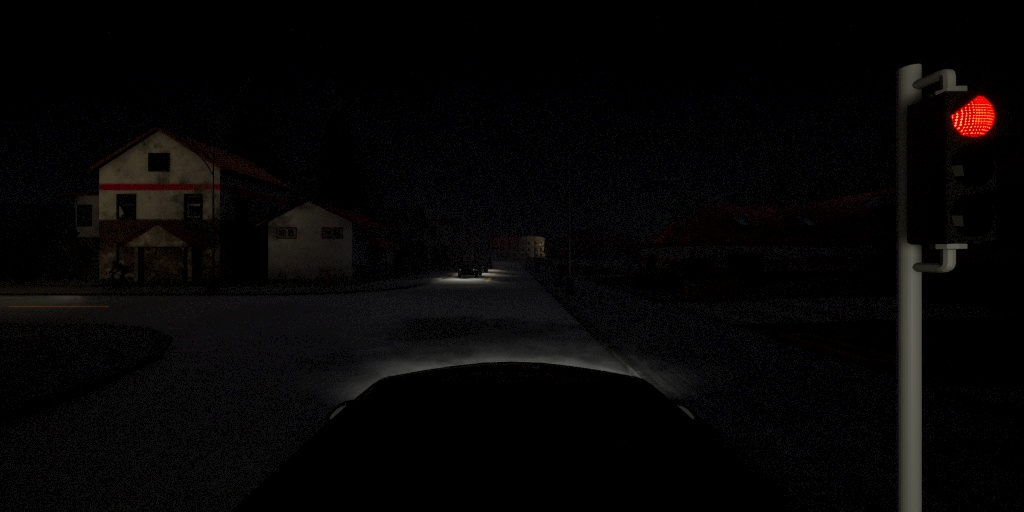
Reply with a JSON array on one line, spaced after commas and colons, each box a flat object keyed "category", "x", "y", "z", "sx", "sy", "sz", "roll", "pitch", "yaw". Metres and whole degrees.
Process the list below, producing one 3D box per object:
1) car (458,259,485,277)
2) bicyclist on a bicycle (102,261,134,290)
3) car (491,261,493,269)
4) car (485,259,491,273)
[{"category": "car", "x": -4.085, "y": 1.228, "z": 35.278, "sx": 1.882, "sy": 1.535, "sz": 5.008, "roll": 0, "pitch": 0, "yaw": 2}, {"category": "bicyclist on a bicycle", "x": -22.523, "y": 1.099, "z": 20.511, "sx": 0.582, "sy": 1.620, "sz": 1.656, "roll": 0, "pitch": 0, "yaw": 0}, {"category": "car", "x": -4.027, "y": 1.227, "z": 55.431, "sx": 1.882, "sy": 1.535, "sz": 5.008, "roll": 0, "pitch": 0, "yaw": 0}, {"category": "car", "x": -4.055, "y": 1.228, "z": 44.932, "sx": 1.882, "sy": 1.535, "sz": 5.008, "roll": 0, "pitch": 0, "yaw": 0}]
